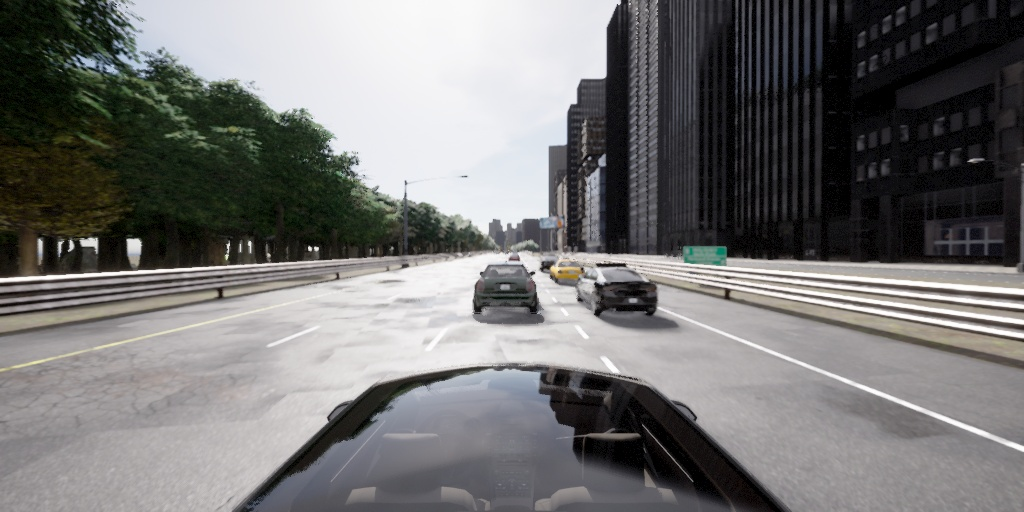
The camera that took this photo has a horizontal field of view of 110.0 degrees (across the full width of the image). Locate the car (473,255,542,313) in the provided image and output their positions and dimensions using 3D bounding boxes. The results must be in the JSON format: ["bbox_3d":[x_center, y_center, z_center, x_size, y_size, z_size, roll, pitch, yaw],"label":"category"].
[{"bbox_3d":[-0.173,0.963,13.400,2.097,1.767,4.553,0,1,1],"label":"car"}]

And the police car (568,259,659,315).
[{"bbox_3d":[3.521,1.044,12.982,1.930,1.638,5.238,0,1,0],"label":"police car"}]

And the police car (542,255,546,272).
[{"bbox_3d":[3.638,0.666,34.922,1.930,1.638,5.238,0,1,0],"label":"police car"}]

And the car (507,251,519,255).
[{"bbox_3d":[0.461,0.317,63.078,1.994,1.385,4.181,0,1,1],"label":"car"}]

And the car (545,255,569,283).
[{"bbox_3d":[3.568,0.885,24.033,1.801,1.575,5.366,0,1,0],"label":"car"}]
